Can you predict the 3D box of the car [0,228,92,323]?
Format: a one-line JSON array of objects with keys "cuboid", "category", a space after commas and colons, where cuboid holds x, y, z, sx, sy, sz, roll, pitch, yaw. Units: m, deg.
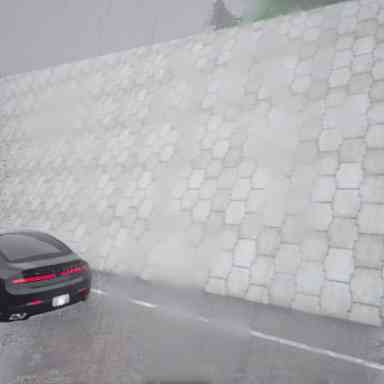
[{"cuboid": [-4.130, 1.525, 6.934, 4.892, 1.490, 1.837, 1, 0, 36], "category": "car"}]
